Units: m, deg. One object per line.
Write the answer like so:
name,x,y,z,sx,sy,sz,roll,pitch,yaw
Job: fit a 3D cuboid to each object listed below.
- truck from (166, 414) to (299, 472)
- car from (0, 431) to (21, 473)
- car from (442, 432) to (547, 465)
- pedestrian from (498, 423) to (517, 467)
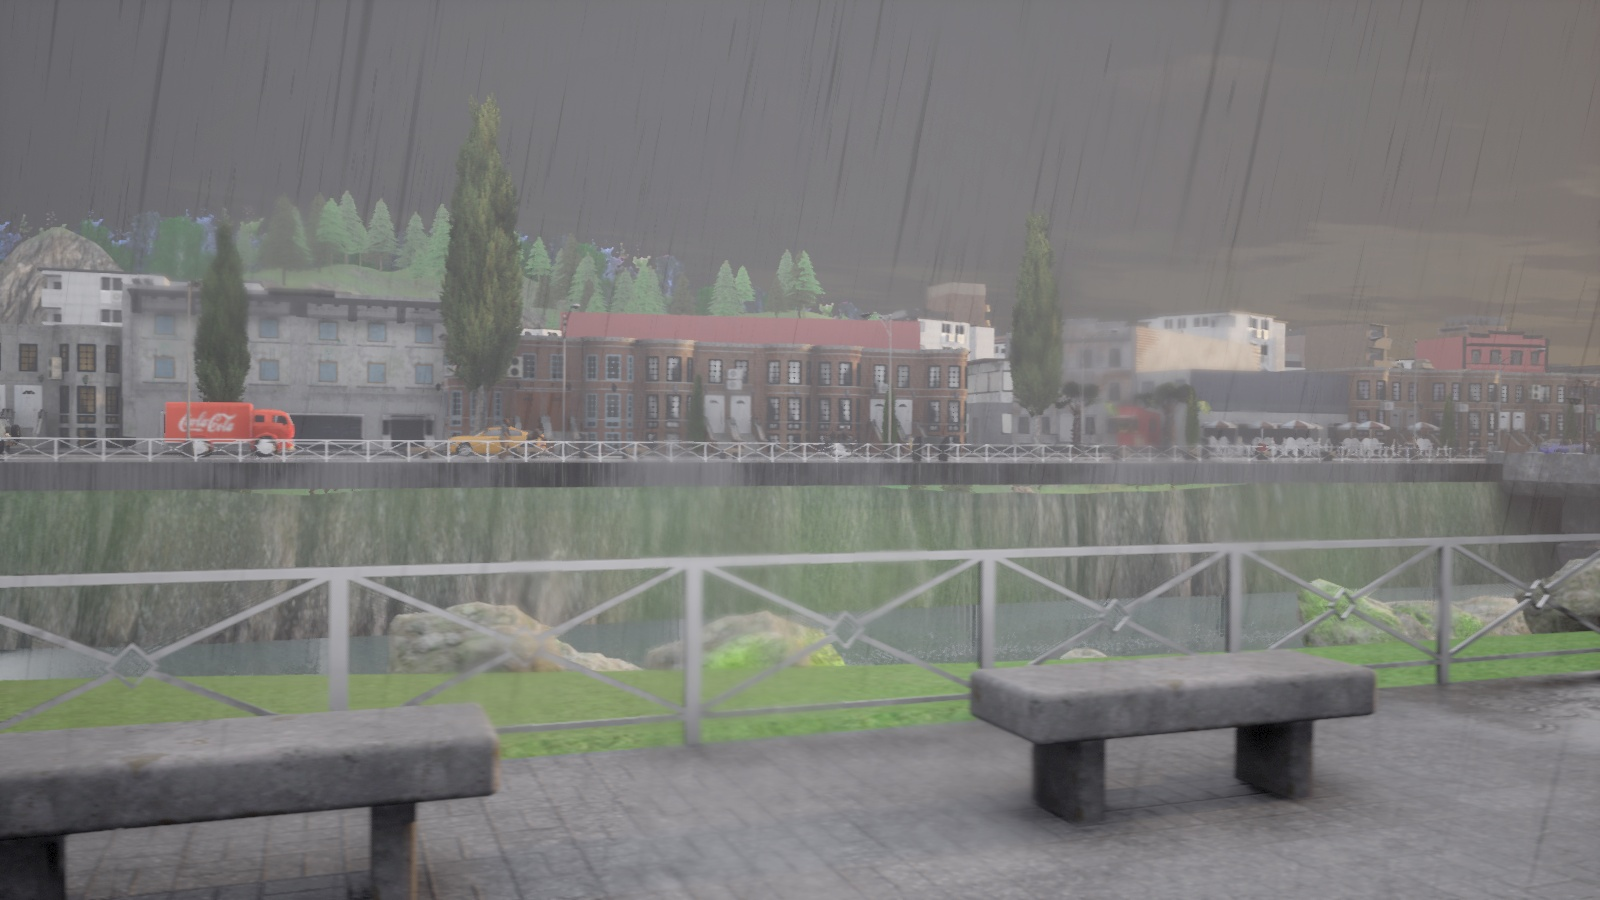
truck,-25.131,-0.327,55.894,5.204,2.467,2.627,-1,1,-21
car,-37.328,0.115,55.541,4.605,1.855,1.932,-1,1,-21
car,-15.532,-0.095,63.825,5.008,1.535,1.882,-1,1,-21
pedestrian,-12.277,-0.216,52.649,0.694,1.848,0.540,-1,1,-6
